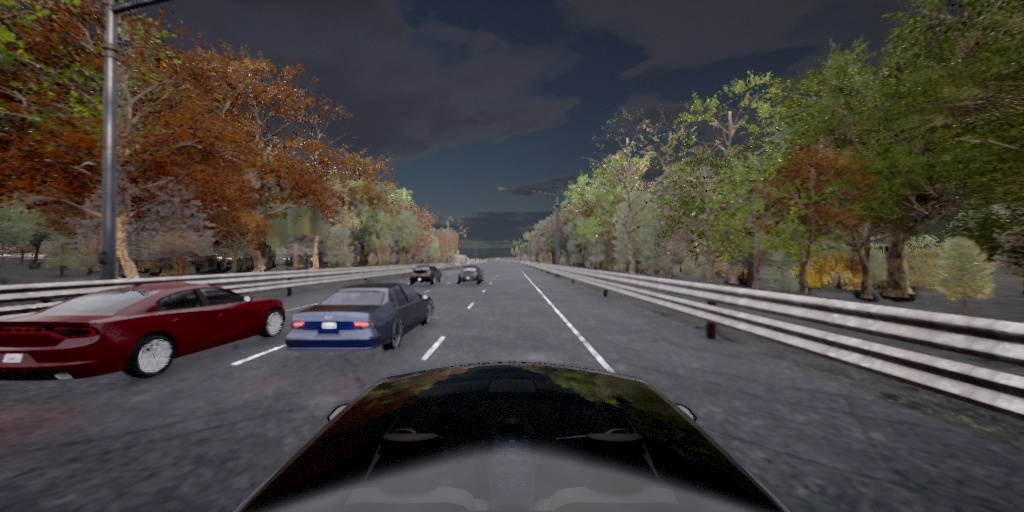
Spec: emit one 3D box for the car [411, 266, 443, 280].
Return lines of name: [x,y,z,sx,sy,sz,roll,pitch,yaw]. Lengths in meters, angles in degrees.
car: [-6.937,1.532,29.329,1.837,1.490,4.892,0,-1,0]

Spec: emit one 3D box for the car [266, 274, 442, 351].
car: [-3.411,1.373,9.202,2.033,1.411,5.357,0,-1,0]

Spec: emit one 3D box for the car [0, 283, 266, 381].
car: [-6.916,1.286,7.449,1.882,1.535,5.008,0,0,0]

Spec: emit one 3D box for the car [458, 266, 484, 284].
car: [-3.439,1.562,30.332,1.812,1.442,4.674,0,-1,0]
